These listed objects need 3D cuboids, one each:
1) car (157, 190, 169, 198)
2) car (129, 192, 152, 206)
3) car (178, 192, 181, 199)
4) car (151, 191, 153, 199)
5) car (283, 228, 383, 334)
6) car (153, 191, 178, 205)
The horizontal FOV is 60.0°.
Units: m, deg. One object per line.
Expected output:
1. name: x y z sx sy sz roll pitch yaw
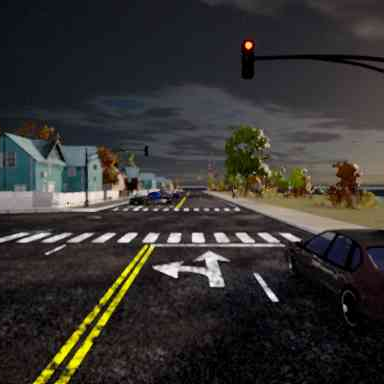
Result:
1. car: -6.336 0.428 72.110 2.128 1.511 4.902 0 1 0
2. car: -6.496 0.961 41.036 1.895 1.301 4.718 0 1 0
3. car: -3.117 0.657 61.794 1.895 1.301 4.718 0 1 0
4. car: -6.427 0.606 56.718 1.882 1.535 5.008 0 1 1
5. car: 3.369 1.440 6.562 2.033 1.411 5.357 0 1 0
6. car: -3.243 0.843 41.600 2.128 1.511 4.902 0 1 0
